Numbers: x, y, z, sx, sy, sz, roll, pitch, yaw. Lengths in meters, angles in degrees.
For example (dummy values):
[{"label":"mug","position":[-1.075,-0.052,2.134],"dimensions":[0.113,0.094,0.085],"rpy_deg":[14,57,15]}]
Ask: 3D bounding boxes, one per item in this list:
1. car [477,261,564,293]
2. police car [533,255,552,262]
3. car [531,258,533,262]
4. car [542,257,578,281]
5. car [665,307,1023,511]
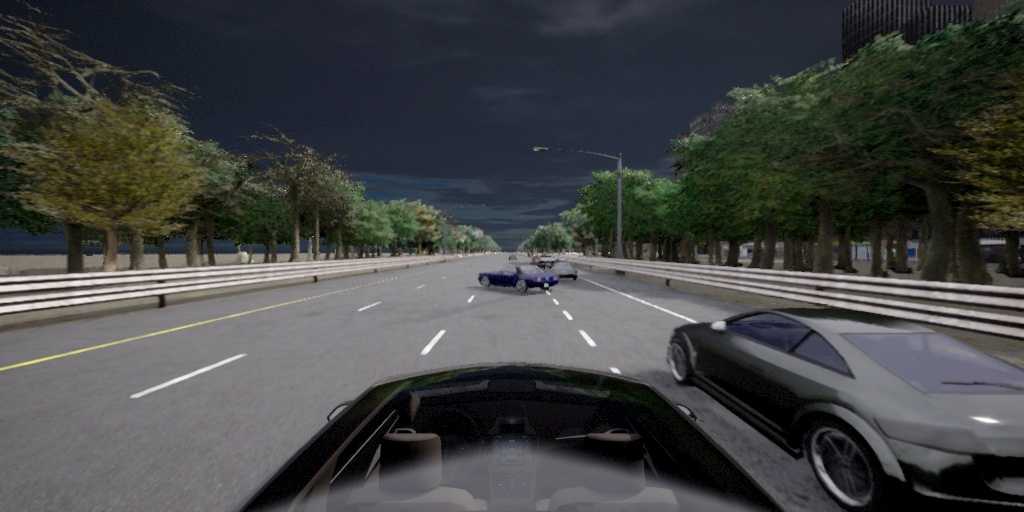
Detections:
[{"label":"car","position":[0.194,1.131,19.125],"dimensions":[1.895,1.301,4.718],"rpy_deg":[-1,1,-42]},{"label":"police car","position":[3.566,0.725,37.293],"dimensions":[1.930,1.638,5.238],"rpy_deg":[0,1,0]},{"label":"car","position":[3.593,0.686,48.183],"dimensions":[1.812,1.442,4.674],"rpy_deg":[0,1,0]},{"label":"car","position":[3.537,1.004,26.185],"dimensions":[1.994,1.385,4.181],"rpy_deg":[0,1,0]},{"label":"car","position":[3.499,1.282,4.211],"dimensions":[1.994,1.385,4.181],"rpy_deg":[0,1,0]}]
